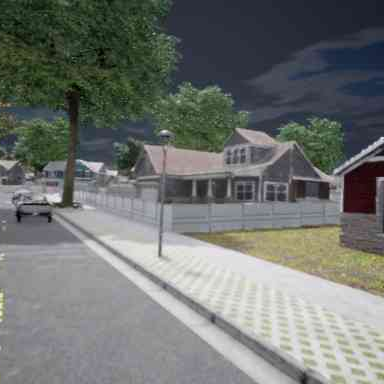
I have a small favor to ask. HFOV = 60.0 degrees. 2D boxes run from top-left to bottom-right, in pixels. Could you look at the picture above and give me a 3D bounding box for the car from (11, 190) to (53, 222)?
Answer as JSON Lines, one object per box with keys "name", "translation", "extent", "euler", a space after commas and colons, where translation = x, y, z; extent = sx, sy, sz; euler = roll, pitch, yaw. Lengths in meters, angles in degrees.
{"name": "car", "translation": [-9.527, 0.899, 19.977], "extent": [2.128, 1.511, 4.902], "euler": [3, 0, -29]}
